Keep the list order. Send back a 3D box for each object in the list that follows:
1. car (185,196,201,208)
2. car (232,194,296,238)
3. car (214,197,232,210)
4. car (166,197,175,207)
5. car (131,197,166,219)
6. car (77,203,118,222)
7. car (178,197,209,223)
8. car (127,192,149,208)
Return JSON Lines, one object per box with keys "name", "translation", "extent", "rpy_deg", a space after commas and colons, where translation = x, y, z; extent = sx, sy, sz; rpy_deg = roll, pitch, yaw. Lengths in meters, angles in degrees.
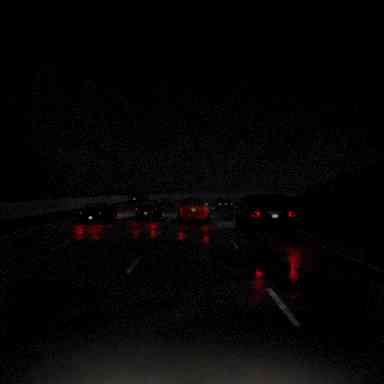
{"name": "car", "translation": [0.166, 1.296, 43.860], "extent": [1.994, 1.385, 4.181], "rpy_deg": [0, 0, 1]}
{"name": "car", "translation": [3.595, 1.117, 17.085], "extent": [2.150, 2.045, 5.566], "rpy_deg": [0, 0, 0]}
{"name": "car", "translation": [3.588, 1.316, 37.884], "extent": [2.033, 1.411, 5.357], "rpy_deg": [0, 0, 0]}
{"name": "car", "translation": [-3.326, 1.294, 44.065], "extent": [1.994, 1.385, 4.181], "rpy_deg": [0, 0, 1]}
{"name": "car", "translation": [-3.408, 1.362, 26.705], "extent": [1.812, 1.442, 4.674], "rpy_deg": [0, 0, 0]}
{"name": "car", "translation": [-6.910, 1.448, 24.862], "extent": [1.895, 1.301, 4.718], "rpy_deg": [0, 0, 0]}
{"name": "car", "translation": [0.092, 1.204, 24.089], "extent": [2.097, 1.767, 4.553], "rpy_deg": [0, 0, 0]}
{"name": "car", "translation": [-6.870, 0.960, 42.701], "extent": [2.150, 2.045, 5.566], "rpy_deg": [0, 0, 1]}
